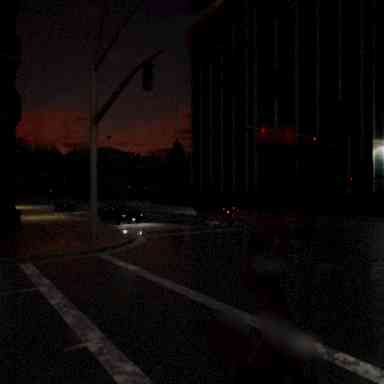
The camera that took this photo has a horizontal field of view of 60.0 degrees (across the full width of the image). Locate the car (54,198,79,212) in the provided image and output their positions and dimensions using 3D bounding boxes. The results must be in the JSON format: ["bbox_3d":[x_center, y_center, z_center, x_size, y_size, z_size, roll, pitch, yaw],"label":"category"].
[{"bbox_3d":[-14.470,1.469,38.362,1.882,1.535,5.008,0,0,-34],"label":"car"}]

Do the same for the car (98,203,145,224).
[{"bbox_3d":[-5.578,1.539,25.439,2.033,1.411,5.357,0,0,-35],"label":"car"}]

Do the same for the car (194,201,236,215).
[{"bbox_3d":[2.154,1.587,33.014,1.895,1.301,4.718,0,0,-34],"label":"car"}]
